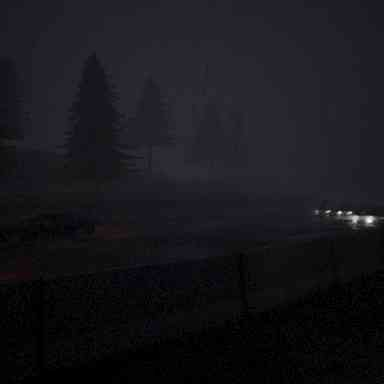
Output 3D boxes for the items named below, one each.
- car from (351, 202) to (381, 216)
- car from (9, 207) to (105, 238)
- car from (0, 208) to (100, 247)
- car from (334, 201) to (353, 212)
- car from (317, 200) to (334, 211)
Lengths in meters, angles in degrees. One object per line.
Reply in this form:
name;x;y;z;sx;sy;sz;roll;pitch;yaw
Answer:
car;19.764;1.927;37.414;1.895;1.301;4.718;-1;-1;39
car;-8.010;1.711;19.950;4.902;1.511;2.128;0;-1;-38
car;-7.179;1.685;16.179;4.892;1.490;1.837;0;0;-37
car;21.147;1.961;45.010;1.994;1.385;4.181;-1;-1;37
car;20.044;1.949;49.496;1.837;1.490;4.892;0;-1;35
